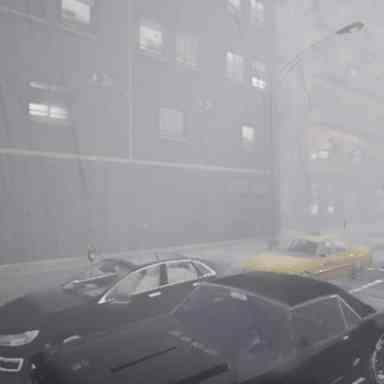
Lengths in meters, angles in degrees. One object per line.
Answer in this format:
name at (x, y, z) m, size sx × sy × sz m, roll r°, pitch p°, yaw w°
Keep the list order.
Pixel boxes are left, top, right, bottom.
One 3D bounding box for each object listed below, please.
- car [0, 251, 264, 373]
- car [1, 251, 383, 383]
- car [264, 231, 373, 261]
car at (-1.019, 1.792, 5.810) m, size 4.403 × 1.369 × 2.008 m, roll 0°, pitch -2°, yaw -38°
car at (0.653, 1.736, 3.862) m, size 4.718 × 1.301 × 1.895 m, roll 0°, pitch -3°, yaw -38°
car at (3.212, 1.784, 9.163) m, size 4.829 × 1.417 × 1.752 m, roll 0°, pitch -2°, yaw -38°
